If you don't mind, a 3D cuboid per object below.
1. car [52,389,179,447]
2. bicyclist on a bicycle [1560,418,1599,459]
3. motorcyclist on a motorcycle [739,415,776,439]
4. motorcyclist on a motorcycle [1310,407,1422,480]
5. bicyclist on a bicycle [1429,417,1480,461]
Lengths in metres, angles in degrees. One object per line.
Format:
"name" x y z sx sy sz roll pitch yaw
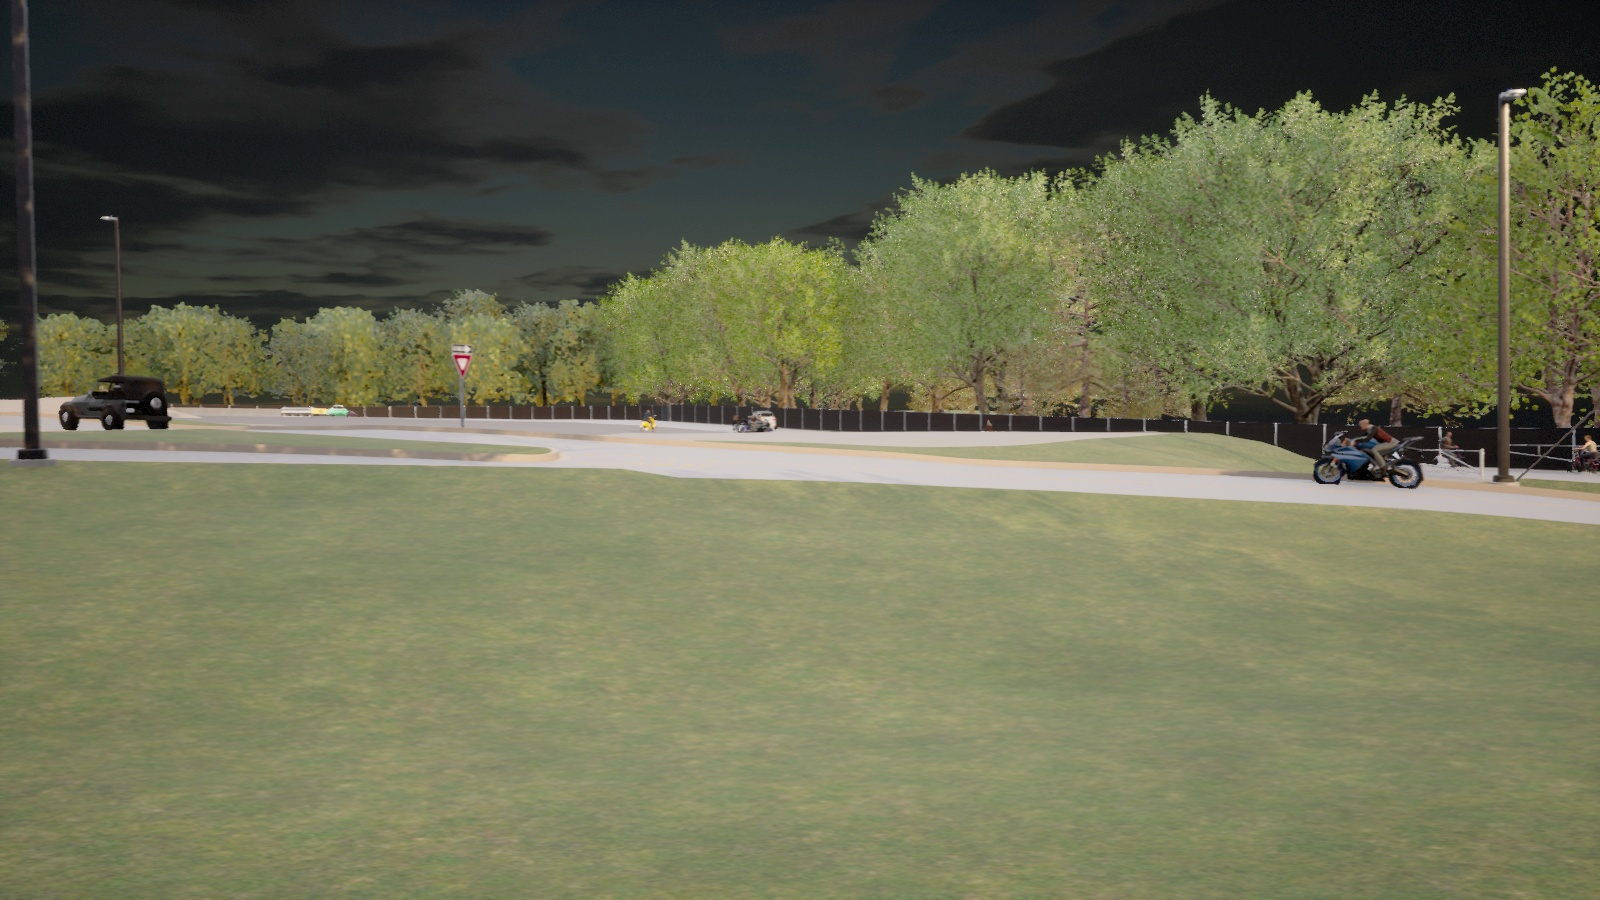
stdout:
"car" -22.820 -1.035 41.837 3.866 1.878 1.905 0 0 28
"bicyclist on a bicycle" 31.547 -0.481 50.444 0.866 1.612 1.509 -3 2 -20
"motorcyclist on a motorcycle" -2.770 -1.483 81.692 2.191 1.530 0.866 1 0 -17
"motorcyclist on a motorcycle" 12.488 -0.174 27.737 2.191 1.530 0.866 2 3 24
"bicyclist on a bicycle" 27.110 -0.464 52.073 0.659 1.776 1.843 -3 2 -24
